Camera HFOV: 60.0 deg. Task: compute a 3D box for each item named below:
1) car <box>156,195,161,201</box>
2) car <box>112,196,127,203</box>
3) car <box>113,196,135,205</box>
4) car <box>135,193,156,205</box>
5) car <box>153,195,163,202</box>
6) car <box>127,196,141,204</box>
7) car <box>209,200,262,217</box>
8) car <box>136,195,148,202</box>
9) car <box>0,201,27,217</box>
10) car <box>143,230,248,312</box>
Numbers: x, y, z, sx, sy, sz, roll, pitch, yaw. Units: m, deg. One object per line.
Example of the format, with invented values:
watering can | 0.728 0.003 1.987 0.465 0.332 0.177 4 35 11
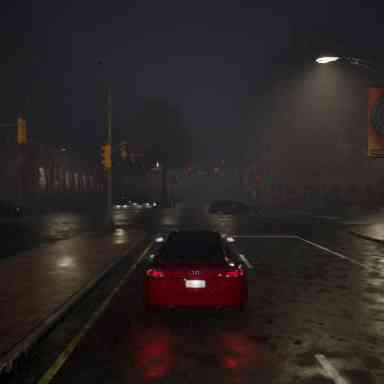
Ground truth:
car | -8.032 1.601 68.450 1.895 1.301 4.718 0 0 0
car | -14.776 1.595 67.893 1.895 1.301 4.718 0 0 0
car | -11.605 1.564 56.937 1.994 1.385 4.181 0 0 0
car | -8.103 1.221 58.651 2.150 2.045 5.566 0 0 0
car | -8.031 1.500 78.654 1.837 1.490 4.892 0 0 0
car | -11.553 1.564 66.231 1.994 1.385 4.181 0 0 0
car | 4.006 1.505 30.970 4.892 1.490 1.837 0 0 0
car | -11.531 1.478 76.649 1.882 1.535 5.008 0 0 0
car | -17.852 1.525 30.884 4.674 1.442 1.812 0 0 -1
car | 0.072 1.564 7.787 1.994 1.385 4.181 0 0 0
